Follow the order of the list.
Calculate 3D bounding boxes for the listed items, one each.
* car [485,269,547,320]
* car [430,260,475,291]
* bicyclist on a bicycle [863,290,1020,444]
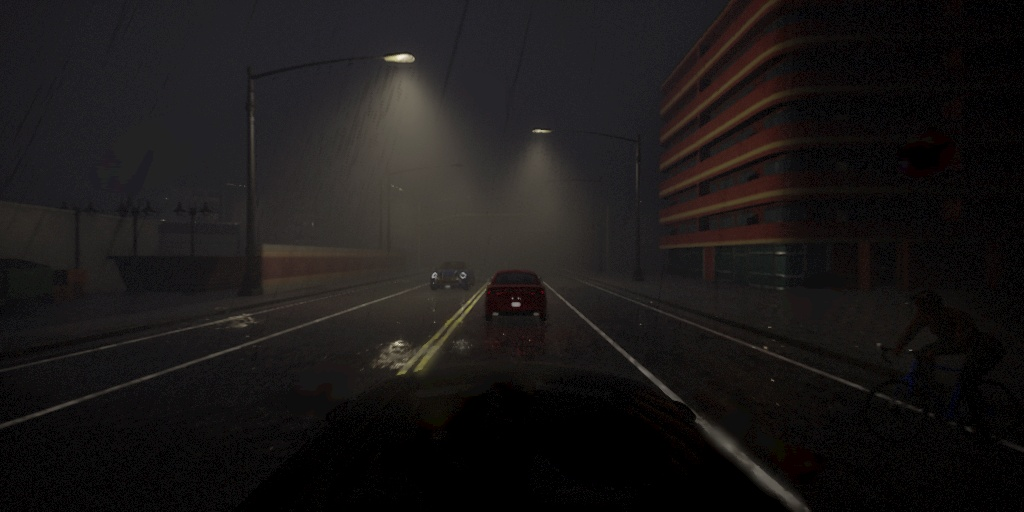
[{"bbox_3d":[0.123,1.204,12.574,1.882,1.535,5.008,0,0,0],"label":"car"},{"bbox_3d":[-3.445,1.052,21.496,2.097,1.767,4.553,0,0,0],"label":"car"},{"bbox_3d":[4.542,1.184,3.793,1.656,1.620,0.582,0,0,0],"label":"bicyclist on a bicycle"}]
